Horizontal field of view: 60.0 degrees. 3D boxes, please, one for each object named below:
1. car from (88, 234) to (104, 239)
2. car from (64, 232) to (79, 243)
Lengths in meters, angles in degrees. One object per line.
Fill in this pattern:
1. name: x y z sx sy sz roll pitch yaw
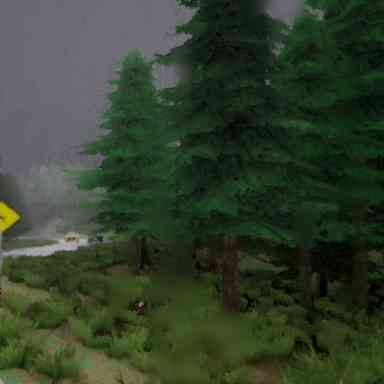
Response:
1. car: -13.438 6.303 46.428 1.882 1.535 5.008 1 -7 -14
2. car: -17.996 6.763 49.818 1.882 1.535 5.008 1 -7 -20
